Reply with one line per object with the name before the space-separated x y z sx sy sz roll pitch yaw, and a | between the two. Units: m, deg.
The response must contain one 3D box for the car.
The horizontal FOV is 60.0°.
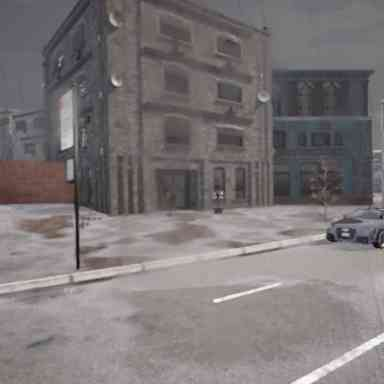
car | 7.365 1.369 13.675 4.181 1.385 1.994 -2 1 -37
